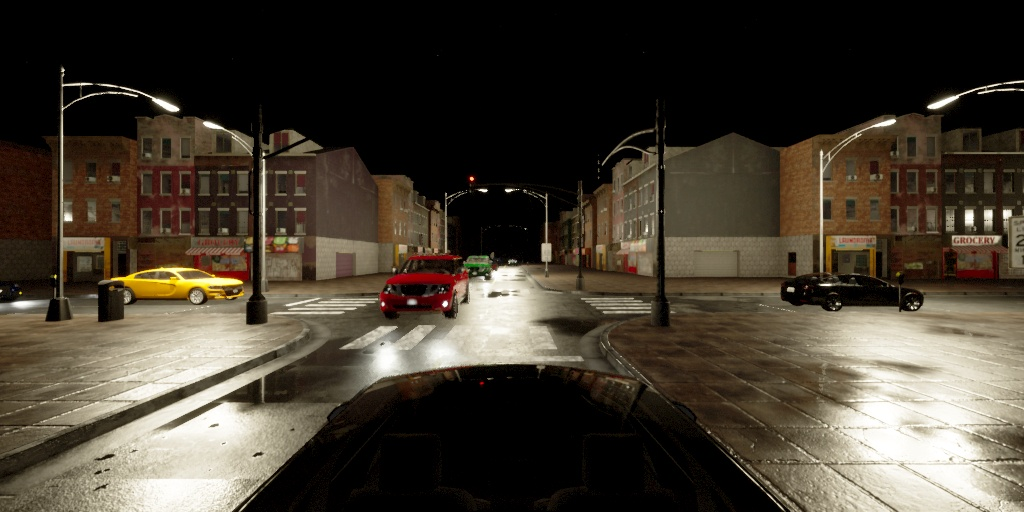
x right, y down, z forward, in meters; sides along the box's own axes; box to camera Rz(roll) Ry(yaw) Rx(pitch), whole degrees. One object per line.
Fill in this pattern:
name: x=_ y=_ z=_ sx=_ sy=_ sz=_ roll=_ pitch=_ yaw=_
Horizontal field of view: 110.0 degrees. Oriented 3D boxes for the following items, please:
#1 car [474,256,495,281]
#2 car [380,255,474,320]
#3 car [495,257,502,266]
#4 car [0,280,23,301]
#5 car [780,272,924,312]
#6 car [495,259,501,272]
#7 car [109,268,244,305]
car: x=-2.841 y=0.982 z=30.201 sx=2.150 sy=2.045 sz=5.566 roll=0 pitch=0 yaw=0
car: x=-2.852 y=0.968 z=13.007 sx=2.150 sy=2.045 sz=5.566 roll=0 pitch=0 yaw=0
car: x=-2.735 y=0.924 z=62.448 sx=1.882 sy=1.535 sz=5.008 roll=0 pitch=0 yaw=0
car: x=-24.593 y=1.391 z=15.788 sx=4.181 sy=1.385 sz=1.994 roll=0 pitch=0 yaw=0
car: x=12.357 y=1.266 z=13.210 sx=4.313 sy=1.339 sz=1.948 roll=0 pitch=0 yaw=0
car: x=-2.830 y=1.377 z=47.118 sx=1.895 sy=1.301 sz=4.718 roll=0 pitch=0 yaw=0
car: x=-14.589 y=1.270 z=15.759 sx=5.008 sy=1.535 sz=1.882 roll=0 pitch=0 yaw=2
